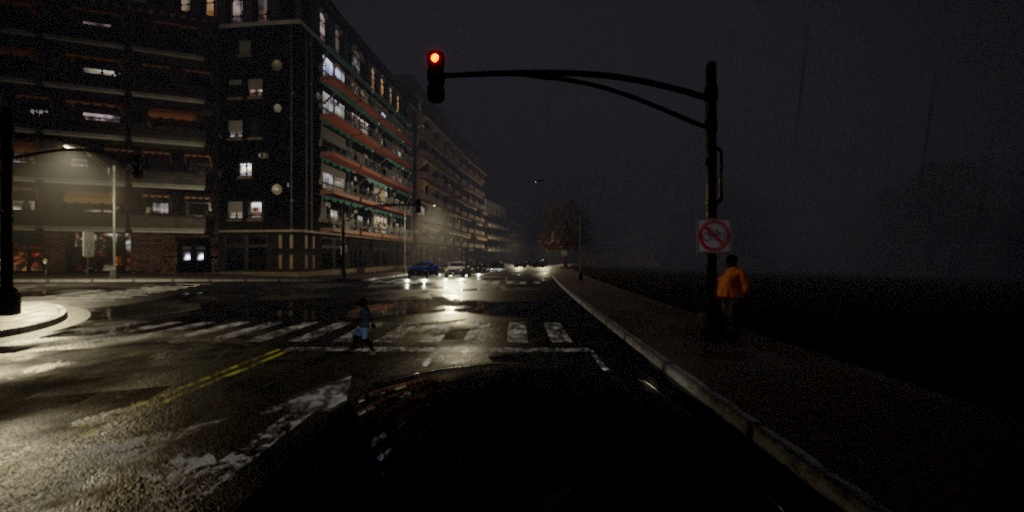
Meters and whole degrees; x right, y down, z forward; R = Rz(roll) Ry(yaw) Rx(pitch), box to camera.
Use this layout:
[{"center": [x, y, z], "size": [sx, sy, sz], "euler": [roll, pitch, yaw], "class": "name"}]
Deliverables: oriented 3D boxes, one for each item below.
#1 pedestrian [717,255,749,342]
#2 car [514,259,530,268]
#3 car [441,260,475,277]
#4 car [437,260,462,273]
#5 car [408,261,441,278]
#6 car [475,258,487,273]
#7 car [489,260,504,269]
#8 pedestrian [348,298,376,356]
[{"center": [4.759, 0.886, 7.751], "size": [0.375, 1.860, 0.375], "euler": [0, 0, 1], "class": "pedestrian"}, {"center": [1.521, 1.414, 65.028], "size": [2.033, 1.411, 5.357], "euler": [0, 0, 9], "class": "car"}, {"center": [-5.234, 1.297, 35.182], "size": [1.812, 1.442, 4.674], "euler": [0, 0, 5], "class": "car"}, {"center": [-7.664, 1.273, 44.485], "size": [1.882, 1.535, 5.008], "euler": [0, 0, 6], "class": "car"}, {"center": [-8.519, 1.248, 34.857], "size": [1.882, 1.535, 5.008], "euler": [0, 0, 4], "class": "car"}, {"center": [-4.442, 1.299, 44.033], "size": [1.837, 1.490, 4.892], "euler": [0, 0, 6], "class": "car"}, {"center": [-2.570, 1.407, 59.763], "size": [1.994, 1.385, 4.181], "euler": [0, 0, 8], "class": "car"}, {"center": [-3.001, 1.039, 7.254], "size": [0.375, 1.860, 0.375], "euler": [0, 0, 1], "class": "pedestrian"}]
